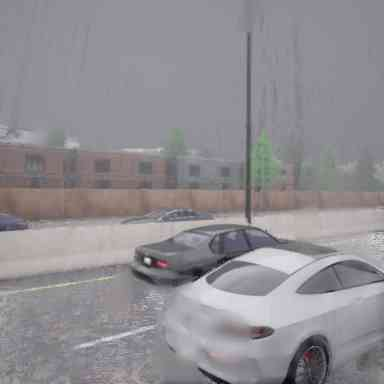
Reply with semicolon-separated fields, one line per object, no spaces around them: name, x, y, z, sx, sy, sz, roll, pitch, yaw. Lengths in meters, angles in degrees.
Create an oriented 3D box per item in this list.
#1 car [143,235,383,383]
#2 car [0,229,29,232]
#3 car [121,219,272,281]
car;1.809;1.541;5.031;4.674;1.442;1.812;0;0;-35
car;-9.605;1.526;14.326;4.674;1.442;1.812;0;0;-36
car;1.054;1.569;8.795;5.357;1.411;2.033;0;0;-36
